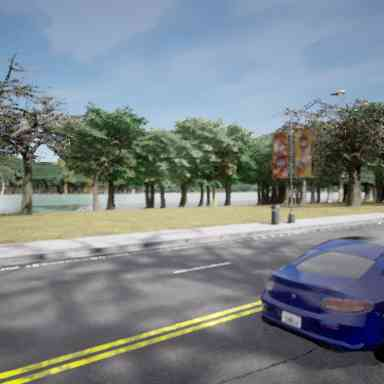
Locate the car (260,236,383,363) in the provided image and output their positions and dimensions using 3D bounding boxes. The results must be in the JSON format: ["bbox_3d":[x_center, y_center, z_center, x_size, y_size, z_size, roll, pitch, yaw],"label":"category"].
[{"bbox_3d":[3.178,1.501,5.714,4.674,1.442,1.812,0,0,-36],"label":"car"}]
